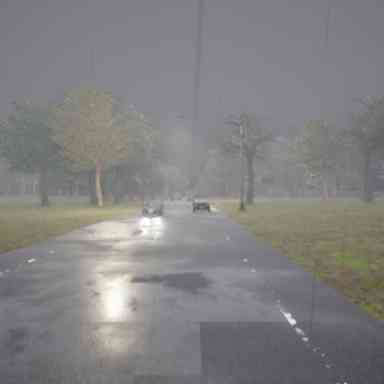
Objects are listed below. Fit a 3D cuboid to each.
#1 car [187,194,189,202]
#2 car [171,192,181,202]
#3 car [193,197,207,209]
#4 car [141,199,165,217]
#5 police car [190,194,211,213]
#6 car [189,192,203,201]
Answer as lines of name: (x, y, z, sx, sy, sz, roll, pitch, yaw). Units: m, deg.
car: (-0.026, 1.437, 72.805, 1.994, 1.385, 4.181, 0, 0, 0)
car: (-3.527, 1.130, 73.940, 2.150, 2.045, 5.566, 0, 0, 0)
car: (1.032, 1.482, 47.194, 1.837, 1.490, 4.892, 0, 0, 0)
car: (-3.607, 1.476, 31.578, 2.128, 1.511, 4.902, 0, 0, 0)
police car: (1.036, 1.406, 37.301, 1.930, 1.638, 5.238, 0, 0, 0)
car: (1.031, 1.199, 53.224, 2.150, 2.045, 5.566, 0, 0, 0)
